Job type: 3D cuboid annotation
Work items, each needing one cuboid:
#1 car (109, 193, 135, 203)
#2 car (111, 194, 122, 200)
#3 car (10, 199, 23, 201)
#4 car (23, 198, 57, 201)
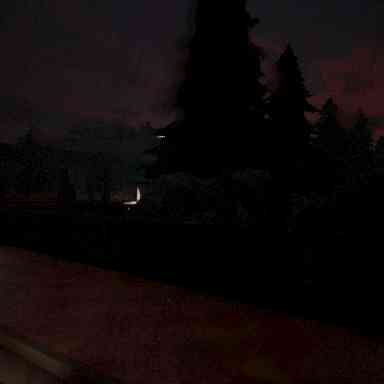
[{"bbox_3d":[-13.081,1.118,62.582,1.812,1.442,4.674,0,3,36],"label":"car"},{"bbox_3d":[-11.966,1.233,58.150,2.128,1.511,4.902,0,3,36],"label":"car"},{"bbox_3d":[-24.724,1.599,46.380,1.895,1.301,4.718,0,0,36],"label":"car"},{"bbox_3d":[-20.454,1.524,46.319,1.812,1.442,4.674,0,0,36],"label":"car"}]
